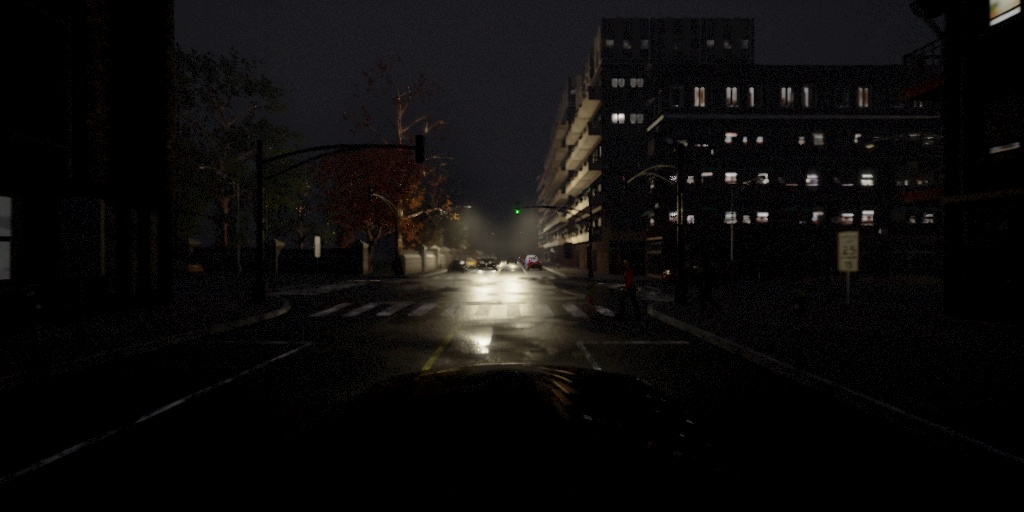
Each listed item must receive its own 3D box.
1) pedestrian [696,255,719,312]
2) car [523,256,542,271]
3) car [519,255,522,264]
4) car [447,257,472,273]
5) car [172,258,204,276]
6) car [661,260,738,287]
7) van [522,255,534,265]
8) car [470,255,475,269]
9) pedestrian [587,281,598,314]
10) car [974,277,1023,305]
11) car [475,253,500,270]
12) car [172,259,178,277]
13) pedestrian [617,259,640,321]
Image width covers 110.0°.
[{"bbox_3d":[6.090,0.828,11.177,0.375,1.860,0.375,0,0,0],"label":"pedestrian"},{"bbox_3d":[2.684,1.033,43.741,1.888,1.381,4.507,0,0,0],"label":"car"},{"bbox_3d":[2.682,0.835,60.632,1.967,1.591,4.097,0,0,0],"label":"car"},{"bbox_3d":[-5.696,1.087,38.110,1.948,1.339,4.313,0,0,0],"label":"car"},{"bbox_3d":[-24.747,0.725,25.400,4.829,1.417,1.751,0,0,-1],"label":"car"},{"bbox_3d":[13.445,1.192,25.774,5.009,1.841,2.192,0,0,-1],"label":"car"},{"bbox_3d":[2.684,0.797,49.372,1.690,1.789,3.998,0,0,0],"label":"van"},{"bbox_3d":[-5.697,0.982,49.201,1.751,1.417,4.829,0,0,0],"label":"car"},{"bbox_3d":[2.698,1.357,11.779,0.500,1.100,0.500,0,0,0],"label":"pedestrian"},{"bbox_3d":[24.953,1.691,17.538,4.207,1.307,1.802,0,0,-1],"label":"car"},{"bbox_3d":[-3.079,0.694,45.993,2.150,2.045,5.566,0,1,0],"label":"car"},{"bbox_3d":[-18.965,0.905,17.076,4.207,1.307,1.802,0,0,-1],"label":"car"},{"bbox_3d":[3.433,0.985,10.577,0.375,1.860,0.375,0,0,0],"label":"pedestrian"}]
